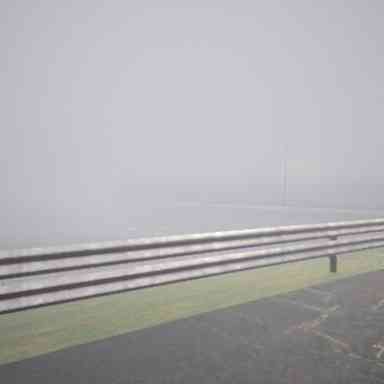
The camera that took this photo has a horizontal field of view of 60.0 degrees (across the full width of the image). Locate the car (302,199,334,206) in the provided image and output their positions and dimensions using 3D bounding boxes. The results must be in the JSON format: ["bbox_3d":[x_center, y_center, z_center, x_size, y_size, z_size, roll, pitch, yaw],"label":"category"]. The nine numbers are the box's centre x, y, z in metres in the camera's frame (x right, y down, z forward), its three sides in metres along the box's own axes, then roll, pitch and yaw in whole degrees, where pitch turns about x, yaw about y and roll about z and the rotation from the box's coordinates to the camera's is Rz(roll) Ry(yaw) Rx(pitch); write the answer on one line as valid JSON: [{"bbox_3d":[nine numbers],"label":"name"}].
[{"bbox_3d":[20.599,1.823,54.532,4.718,1.301,1.895,1,-1,35],"label":"car"}]
